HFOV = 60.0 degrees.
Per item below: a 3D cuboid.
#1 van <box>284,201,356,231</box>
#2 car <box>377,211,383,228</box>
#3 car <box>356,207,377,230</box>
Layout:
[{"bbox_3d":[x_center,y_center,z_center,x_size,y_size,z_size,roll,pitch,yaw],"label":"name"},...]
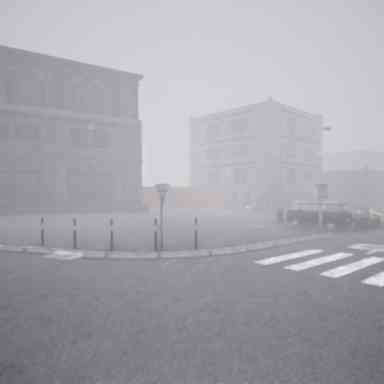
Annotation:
[{"bbox_3d":[8.680,1.628,23.368,1.878,1.987,4.442,3,-3,-44],"label":"van"},{"bbox_3d":[12.752,2.007,27.148,2.185,1.767,4.553,4,-3,-44],"label":"car"},{"bbox_3d":[10.731,1.983,25.220,2.097,1.535,5.008,4,-3,-44],"label":"car"}]
